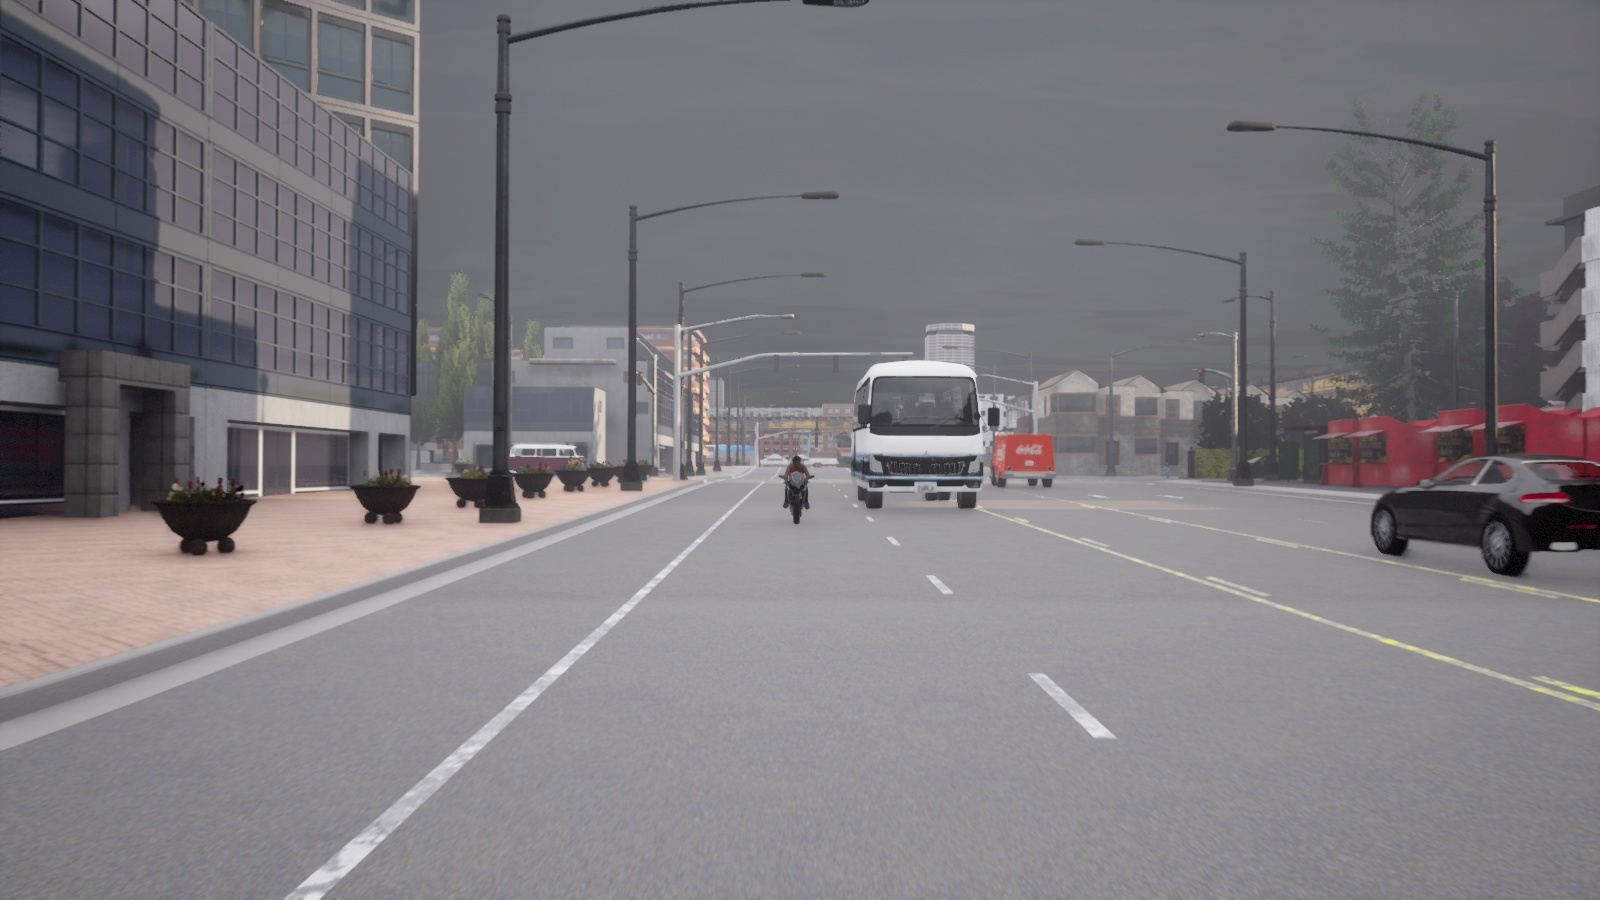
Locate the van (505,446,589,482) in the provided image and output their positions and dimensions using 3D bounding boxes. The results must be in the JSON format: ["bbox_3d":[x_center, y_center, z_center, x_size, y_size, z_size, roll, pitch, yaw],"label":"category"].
[{"bbox_3d":[-14.634,0.803,72.794,4.480,2.038,2.069,0,-1,0],"label":"van"}]

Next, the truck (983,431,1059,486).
[{"bbox_3d":[10.356,0.407,59.282,2.627,2.467,5.204,0,0,0],"label":"truck"}]

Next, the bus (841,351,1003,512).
[{"bbox_3d":[3.401,-0.485,38.502,3.944,4.253,10.273,0,0,0],"label":"bus"}]

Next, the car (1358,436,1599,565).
[{"bbox_3d":[10.454,0.640,18.591,2.152,1.651,5.027,0,0,0],"label":"car"}]

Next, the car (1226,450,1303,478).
[{"bbox_3d":[28.114,0.855,76.059,3.988,1.617,1.851,0,-1,0],"label":"car"}]

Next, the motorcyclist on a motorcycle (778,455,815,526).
[{"bbox_3d":[-0.069,0.886,28.349,0.797,1.523,2.044,0,0,0],"label":"motorcyclist on a motorcycle"}]
